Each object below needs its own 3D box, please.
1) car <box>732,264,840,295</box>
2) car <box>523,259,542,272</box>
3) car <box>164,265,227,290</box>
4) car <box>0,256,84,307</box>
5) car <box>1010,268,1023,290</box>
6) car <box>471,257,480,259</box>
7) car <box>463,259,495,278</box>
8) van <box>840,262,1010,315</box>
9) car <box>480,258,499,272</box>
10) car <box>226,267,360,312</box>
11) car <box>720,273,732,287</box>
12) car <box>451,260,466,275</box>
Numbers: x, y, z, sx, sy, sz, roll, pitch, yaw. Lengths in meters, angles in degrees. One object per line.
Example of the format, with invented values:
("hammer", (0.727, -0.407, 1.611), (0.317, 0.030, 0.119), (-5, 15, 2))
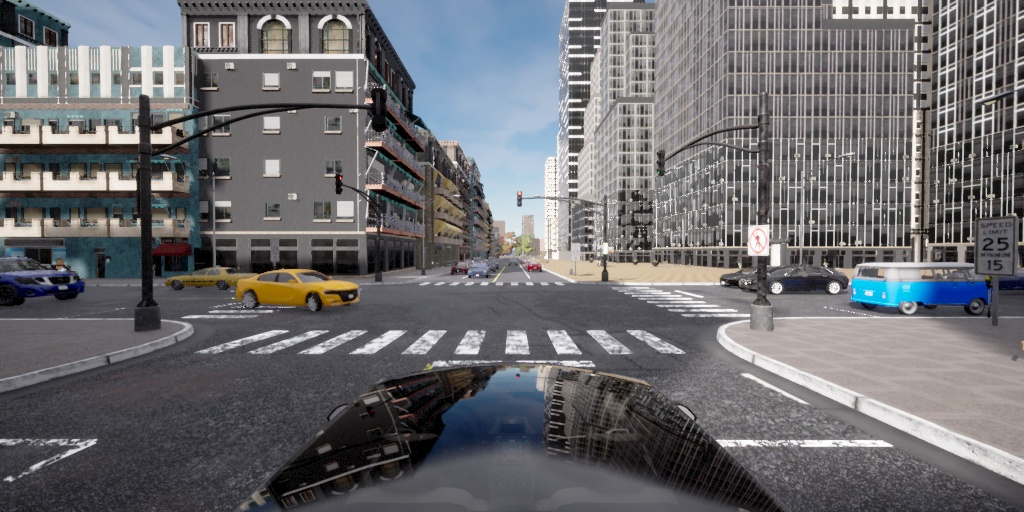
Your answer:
("car", (14.641, 1.194, 18.718), (4.892, 1.490, 1.837), (0, 1, 0))
("car", (2.782, 1.290, 45.091), (1.888, 1.381, 4.507), (0, 0, 0))
("car", (-17.826, 1.247, 21.361), (4.829, 1.417, 1.751), (0, 0, 0))
("car", (-22.303, 1.043, 15.559), (5.566, 2.045, 2.150), (0, 1, -1))
("car", (24.713, 1.196, 18.703), (4.674, 1.442, 1.812), (0, 1, 0))
("car", (-5.566, 1.184, 45.058), (1.967, 1.591, 4.097), (0, 0, 0))
("car", (-3.007, 1.292, 33.958), (2.033, 1.411, 5.357), (0, 0, 0))
("van", (14.721, 1.117, 12.939), (3.998, 1.789, 1.690), (0, 0, 0))
("car", (-2.975, 1.309, 43.991), (1.994, 1.385, 4.181), (0, 0, 0))
("car", (-8.591, 1.280, 14.476), (5.008, 1.535, 1.882), (0, 0, 16))
("car", (14.732, 1.216, 21.320), (4.313, 1.339, 1.948), (0, 0, 0))
("car", (-5.582, 1.290, 39.409), (1.888, 1.381, 4.507), (0, 0, 0))
